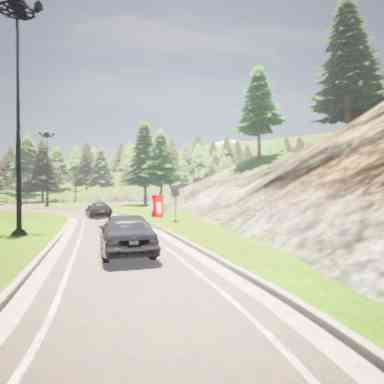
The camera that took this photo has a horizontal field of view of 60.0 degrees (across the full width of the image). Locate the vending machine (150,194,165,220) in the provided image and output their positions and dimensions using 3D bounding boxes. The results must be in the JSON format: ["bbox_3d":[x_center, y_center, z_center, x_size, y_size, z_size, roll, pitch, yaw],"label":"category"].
[{"bbox_3d":[-2.863,1.219,27.690,1.100,2.100,0.880,-1,0,-17],"label":"vending machine"}]

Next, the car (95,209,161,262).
[{"bbox_3d":[-2.421,1.570,12.319,2.033,1.411,5.357,-1,0,-16],"label":"car"}]

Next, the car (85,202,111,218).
[{"bbox_3d":[-8.766,1.648,31.091,1.994,1.385,4.181,-1,0,-26],"label":"car"}]
